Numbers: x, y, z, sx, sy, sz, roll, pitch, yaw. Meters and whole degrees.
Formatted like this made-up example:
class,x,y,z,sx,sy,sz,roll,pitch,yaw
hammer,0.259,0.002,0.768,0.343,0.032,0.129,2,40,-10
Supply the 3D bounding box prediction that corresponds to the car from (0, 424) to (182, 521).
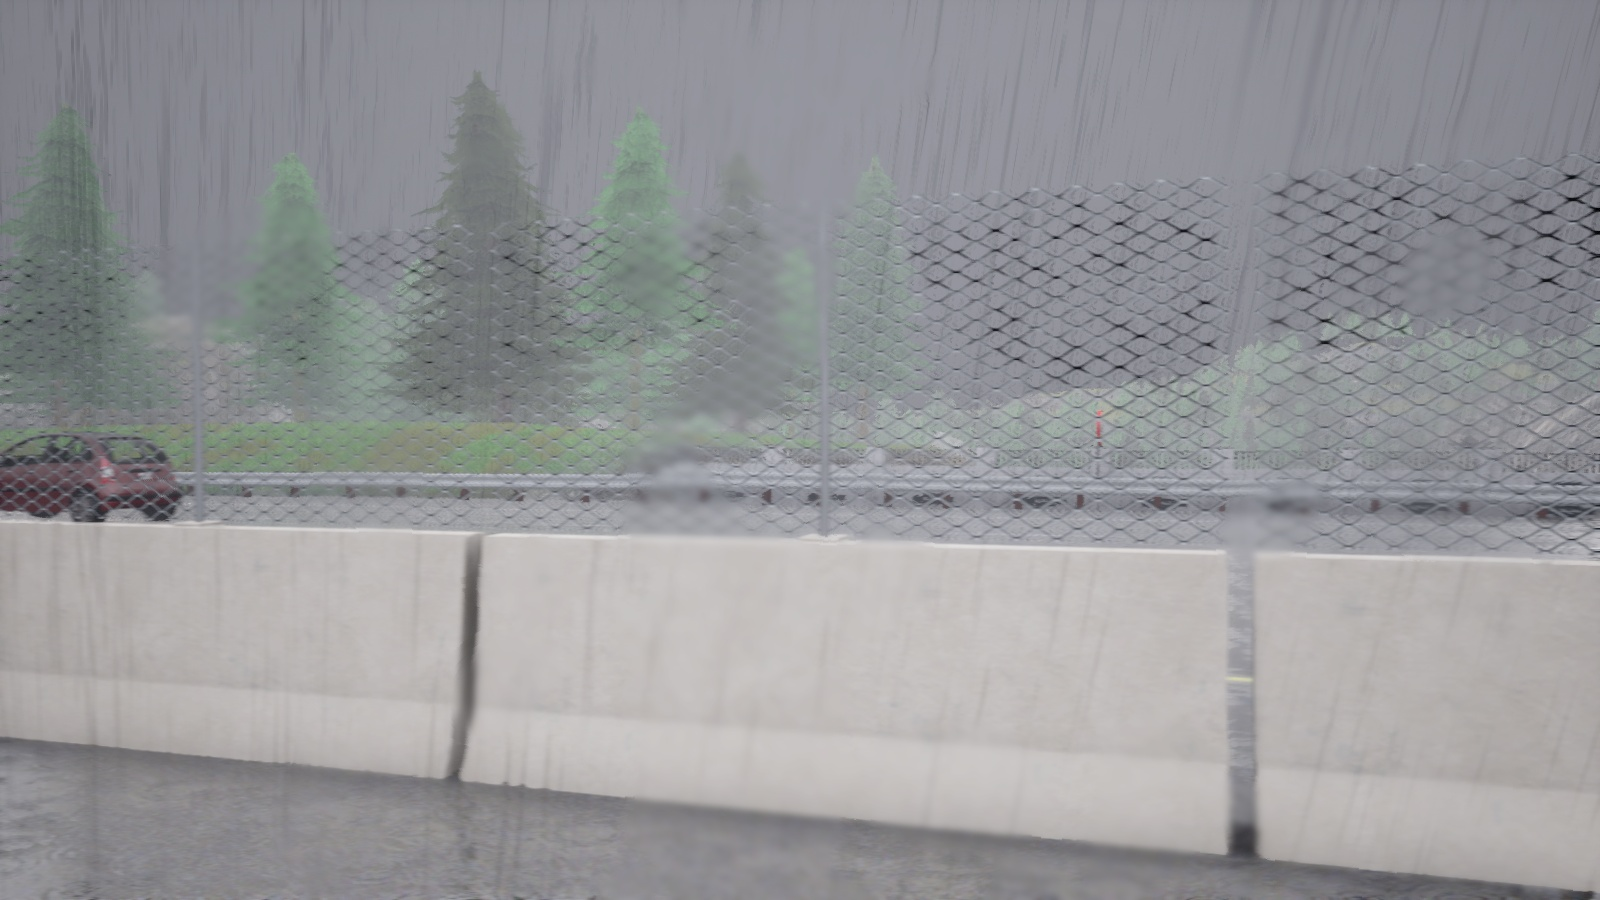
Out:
class,x,y,z,sx,sy,sz,roll,pitch,yaw
car,-13.355,0.344,22.455,3.988,1.617,1.851,0,1,19
